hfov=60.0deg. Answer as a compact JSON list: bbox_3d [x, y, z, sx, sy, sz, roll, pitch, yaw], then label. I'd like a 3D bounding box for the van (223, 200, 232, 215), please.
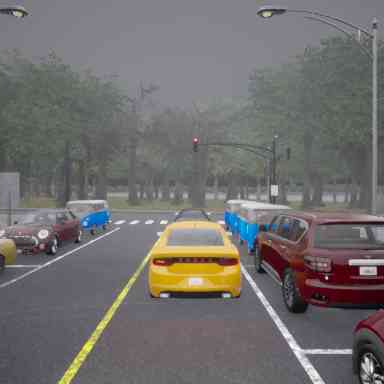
[{"bbox_3d":[2.730,1.342,18.458,1.690,1.788,3.998,0,0,0],"label":"van"}]

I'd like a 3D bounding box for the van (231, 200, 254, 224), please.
[{"bbox_3d":[2.739,1.342,13.020,1.690,1.788,3.998,0,0,0],"label":"van"}]

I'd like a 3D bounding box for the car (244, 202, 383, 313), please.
[{"bbox_3d":[2.749,1.315,7.583,2.192,1.841,5.009,0,0,0],"label":"car"}]

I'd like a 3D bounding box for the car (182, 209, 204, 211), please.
[{"bbox_3d":[0.030,1.565,17.458,1.994,1.385,4.181,0,0,0],"label":"car"}]

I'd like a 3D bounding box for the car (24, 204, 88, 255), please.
[{"bbox_3d":[-5.786,1.441,13.006,1.967,1.590,4.097,0,0,0],"label":"car"}]

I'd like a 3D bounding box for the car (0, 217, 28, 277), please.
[{"bbox_3d":[-5.776,1.525,7.398,1.752,1.417,4.829,0,0,0],"label":"car"}]

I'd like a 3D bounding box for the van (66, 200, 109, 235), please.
[{"bbox_3d":[-5.795,1.342,18.443,1.690,1.788,3.998,0,0,0],"label":"van"}]

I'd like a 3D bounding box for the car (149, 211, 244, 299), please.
[{"bbox_3d":[0.072,1.478,8.535,1.882,1.535,5.008,0,0,0],"label":"car"}]

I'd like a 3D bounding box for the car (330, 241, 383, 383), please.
[{"bbox_3d":[2.758,1.440,2.145,1.967,1.590,4.097,0,0,0],"label":"car"}]
